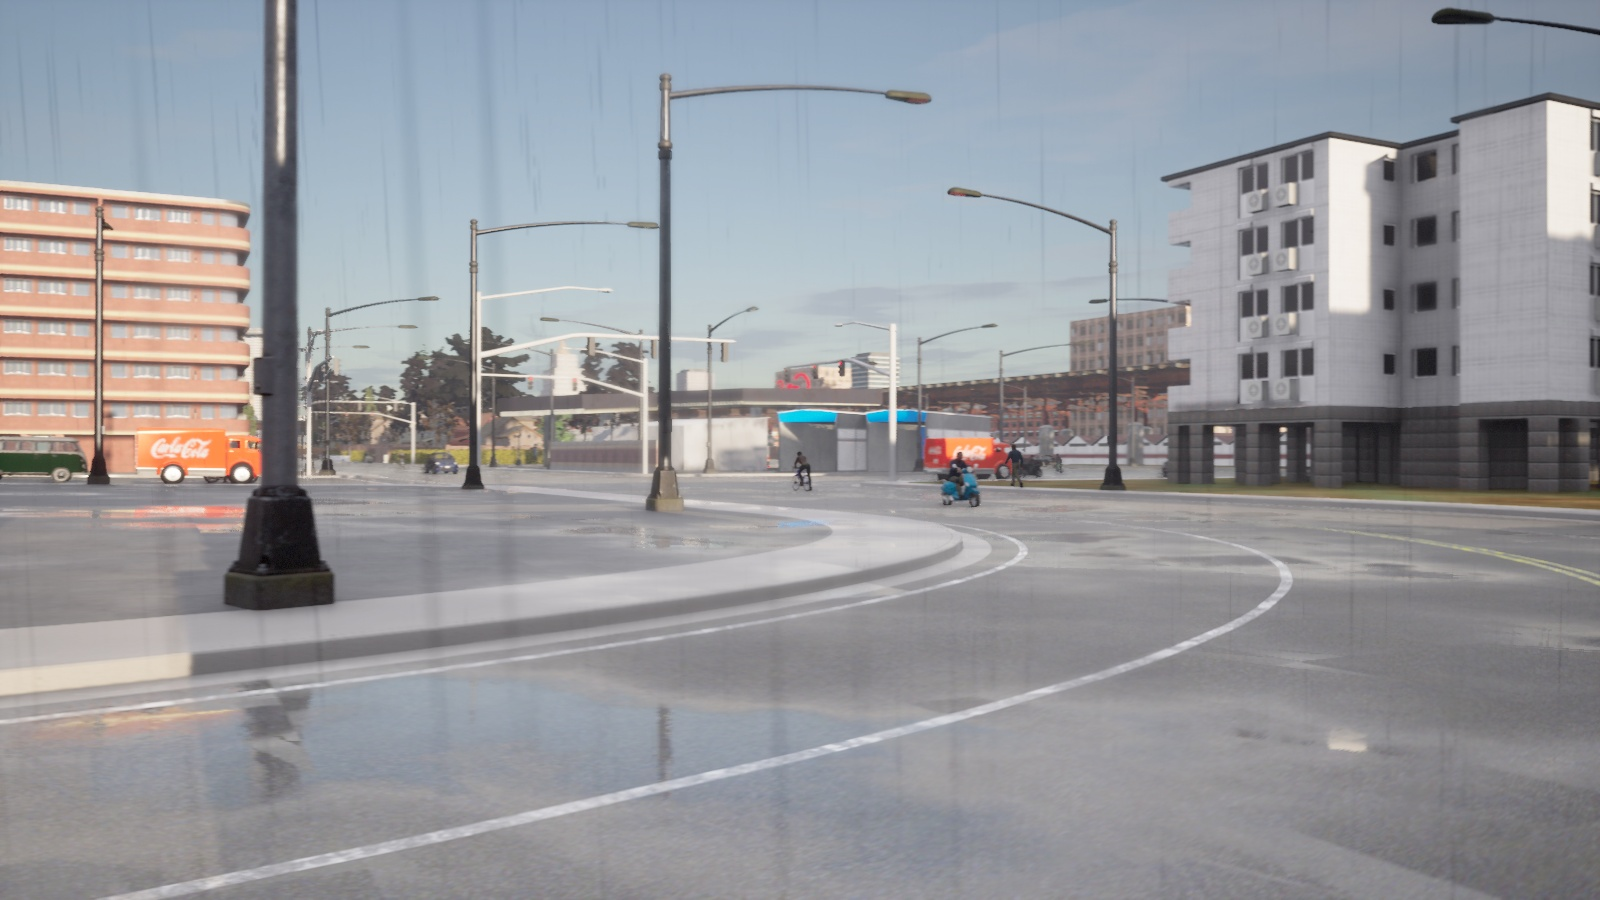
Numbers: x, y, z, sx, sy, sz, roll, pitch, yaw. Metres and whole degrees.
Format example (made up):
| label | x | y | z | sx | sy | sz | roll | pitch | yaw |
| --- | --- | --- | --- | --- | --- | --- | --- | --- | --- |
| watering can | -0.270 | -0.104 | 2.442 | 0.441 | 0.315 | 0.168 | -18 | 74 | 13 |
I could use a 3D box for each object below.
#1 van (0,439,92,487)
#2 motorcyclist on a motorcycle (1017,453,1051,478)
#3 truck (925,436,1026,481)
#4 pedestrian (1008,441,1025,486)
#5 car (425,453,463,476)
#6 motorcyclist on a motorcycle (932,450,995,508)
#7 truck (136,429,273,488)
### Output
| label | x | y | z | sx | sy | sz | roll | pitch | yaw |
| --- | --- | --- | --- | --- | --- | --- | --- | --- | --- |
| van | -33.214 | 0.554 | 54.286 | 4.442 | 1.987 | 1.775 | 1 | -1 | -28 |
| motorcyclist on a motorcycle | 14.654 | 0.962 | 78.606 | 2.044 | 1.523 | 0.797 | 0 | -1 | -32 |
| truck | 10.067 | 0.484 | 72.025 | 5.204 | 2.467 | 2.627 | 0 | 0 | -27 |
| pedestrian | 8.817 | 0.552 | 51.158 | 0.370 | 1.835 | 0.726 | 0 | 0 | -24 |
| car | -26.199 | 1.045 | 92.393 | 1.851 | 1.617 | 3.988 | 0 | 0 | -29 |
| motorcyclist on a motorcycle | 4.632 | 0.811 | 35.661 | 0.866 | 1.590 | 1.817 | 0 | 0 | -28 |
| truck | -25.699 | 0.389 | 54.231 | 5.204 | 2.467 | 2.627 | 1 | -1 | -28 |
